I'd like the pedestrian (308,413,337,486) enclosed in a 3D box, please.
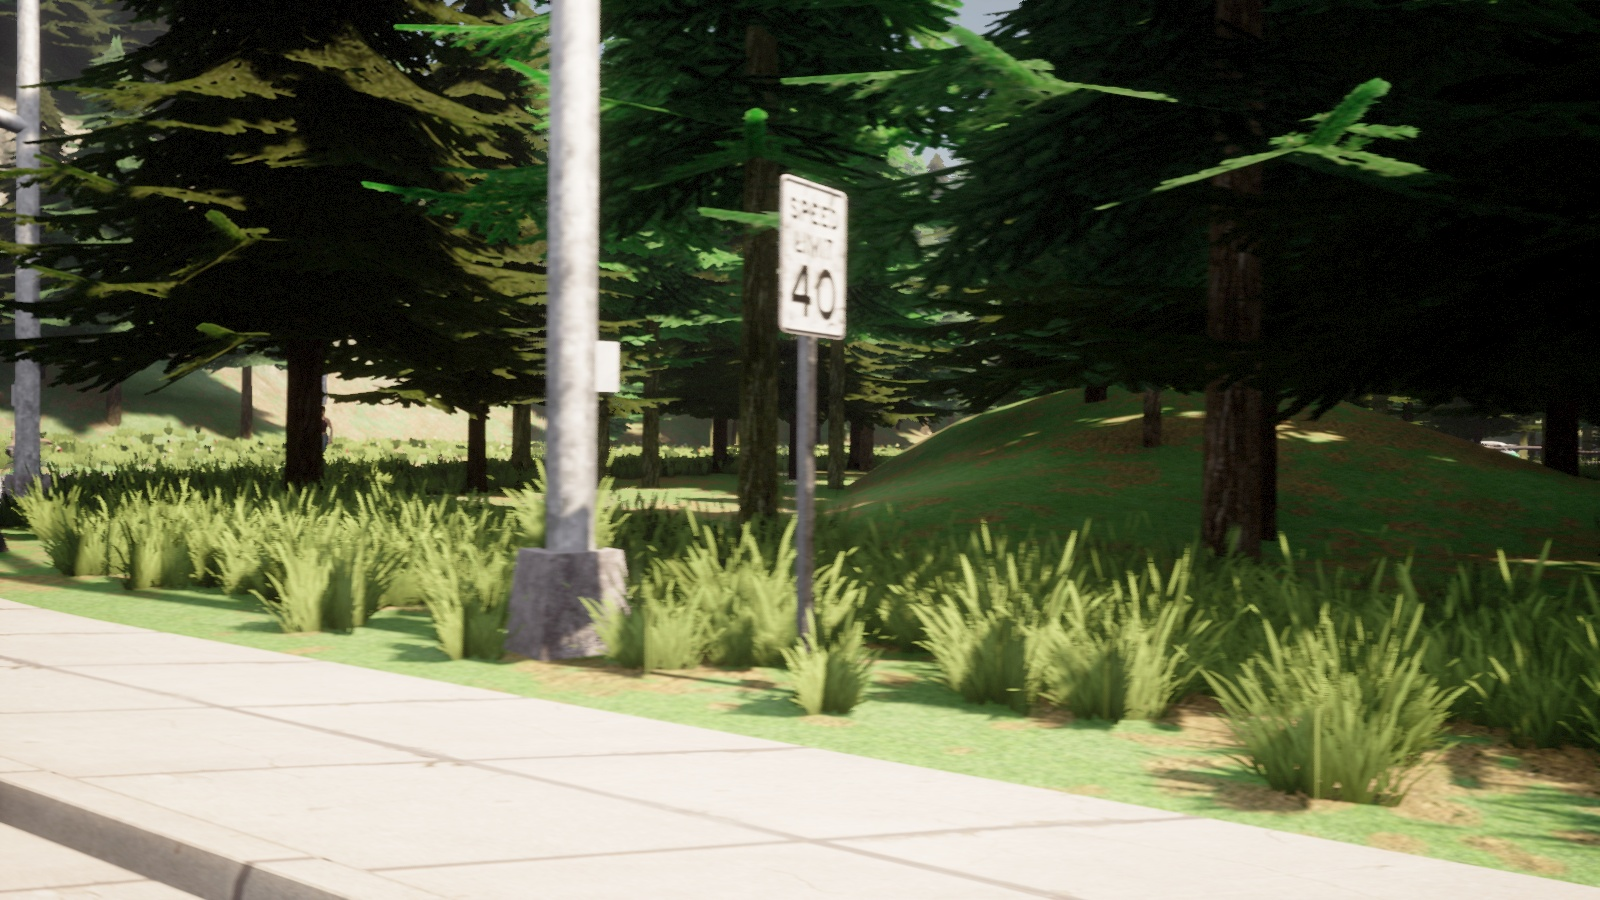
[{"bbox_3d":[-12.213,-0.016,32.121,0.345,1.836,0.594,0,1,23],"label":"pedestrian"}]

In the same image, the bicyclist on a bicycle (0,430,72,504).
[{"bbox_3d":[-17.188,0.354,28.036,0.866,1.612,1.509,1,1,9],"label":"bicyclist on a bicycle"}]

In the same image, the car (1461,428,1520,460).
[{"bbox_3d":[30.609,-0.264,55.645,2.207,1.376,1.481,0,1,32],"label":"car"}]
